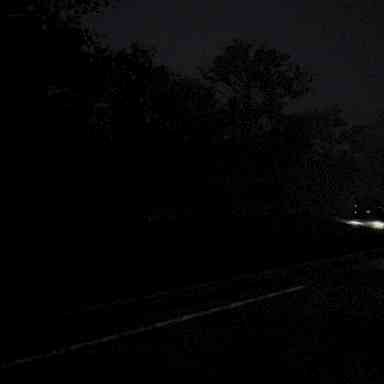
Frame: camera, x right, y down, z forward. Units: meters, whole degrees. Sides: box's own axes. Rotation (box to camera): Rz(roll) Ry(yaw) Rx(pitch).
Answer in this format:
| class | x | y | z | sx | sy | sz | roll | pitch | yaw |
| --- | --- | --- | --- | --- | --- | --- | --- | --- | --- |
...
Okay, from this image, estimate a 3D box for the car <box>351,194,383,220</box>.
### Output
| class | x | y | z | sx | sy | sz | roll | pitch | yaw |
| --- | --- | --- | --- | --- | --- | --- | --- | --- | --- |
| car | 15.346 | 1.235 | 29.292 | 2.150 | 2.045 | 5.566 | -1 | 0 | 25 |
